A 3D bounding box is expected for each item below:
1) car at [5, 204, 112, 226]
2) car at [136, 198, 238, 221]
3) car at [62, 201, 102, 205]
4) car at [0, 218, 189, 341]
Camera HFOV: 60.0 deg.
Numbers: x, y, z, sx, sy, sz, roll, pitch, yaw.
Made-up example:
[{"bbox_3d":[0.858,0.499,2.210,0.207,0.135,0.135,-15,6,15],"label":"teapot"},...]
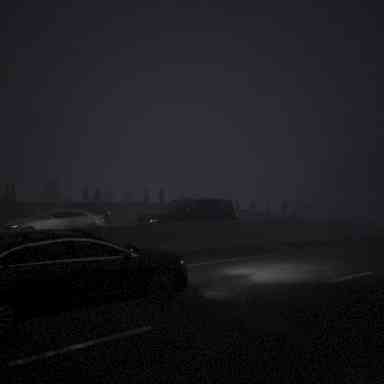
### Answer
[{"bbox_3d":[-6.598,1.533,16.451,4.674,1.442,1.812,0,0,-35],"label":"car"},{"bbox_3d":[-0.150,1.327,16.703,5.566,2.045,2.150,2,-1,-35],"label":"car"},{"bbox_3d":[-7.301,1.374,20.238,4.553,1.767,2.097,1,0,-35],"label":"car"},{"bbox_3d":[-2.319,1.491,6.393,4.902,1.511,2.128,0,0,-36],"label":"car"}]
